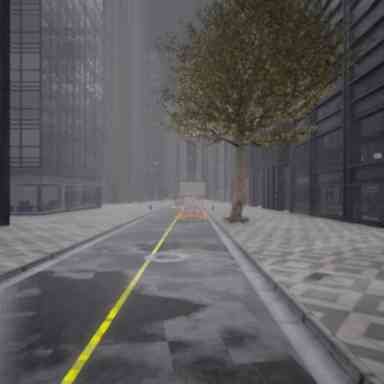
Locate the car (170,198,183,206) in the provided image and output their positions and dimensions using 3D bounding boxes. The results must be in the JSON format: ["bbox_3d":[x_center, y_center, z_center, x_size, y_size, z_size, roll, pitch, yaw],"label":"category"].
[{"bbox_3d":[-2.995,2.191,71.785,2.097,1.767,4.553,0,-1,0],"label":"car"}]

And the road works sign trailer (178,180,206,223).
[{"bbox_3d":[0.018,0.755,28.162,2.380,3.560,2.880,0,-1,0],"label":"road works sign trailer"}]
